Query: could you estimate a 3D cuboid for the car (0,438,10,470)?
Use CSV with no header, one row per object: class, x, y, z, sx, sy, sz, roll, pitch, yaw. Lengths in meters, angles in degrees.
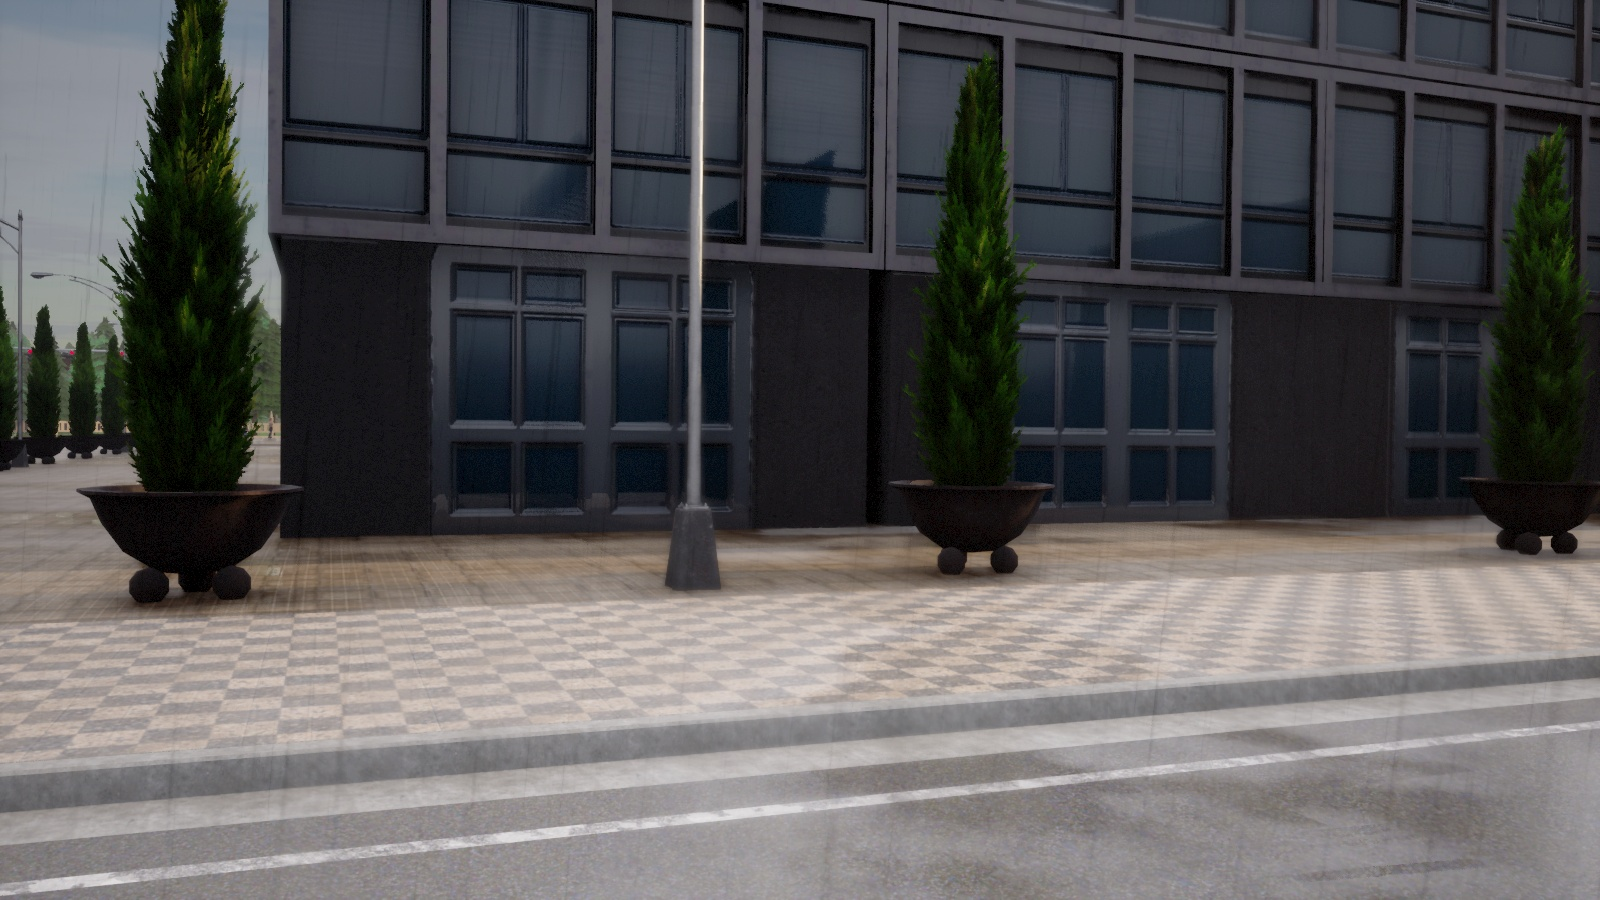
car,-38.348,0.212,58.290,1.837,1.490,4.892,-1,1,-20
